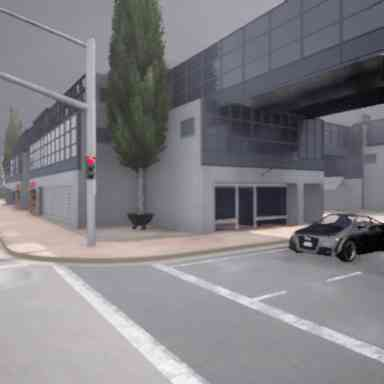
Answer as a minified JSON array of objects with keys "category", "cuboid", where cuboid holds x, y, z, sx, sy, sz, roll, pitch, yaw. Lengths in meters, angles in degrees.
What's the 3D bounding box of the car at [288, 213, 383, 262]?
[{"category":"car","cuboid":[5.373,1.476,11.763,4.181,1.385,1.994,0,0,-34]}]
